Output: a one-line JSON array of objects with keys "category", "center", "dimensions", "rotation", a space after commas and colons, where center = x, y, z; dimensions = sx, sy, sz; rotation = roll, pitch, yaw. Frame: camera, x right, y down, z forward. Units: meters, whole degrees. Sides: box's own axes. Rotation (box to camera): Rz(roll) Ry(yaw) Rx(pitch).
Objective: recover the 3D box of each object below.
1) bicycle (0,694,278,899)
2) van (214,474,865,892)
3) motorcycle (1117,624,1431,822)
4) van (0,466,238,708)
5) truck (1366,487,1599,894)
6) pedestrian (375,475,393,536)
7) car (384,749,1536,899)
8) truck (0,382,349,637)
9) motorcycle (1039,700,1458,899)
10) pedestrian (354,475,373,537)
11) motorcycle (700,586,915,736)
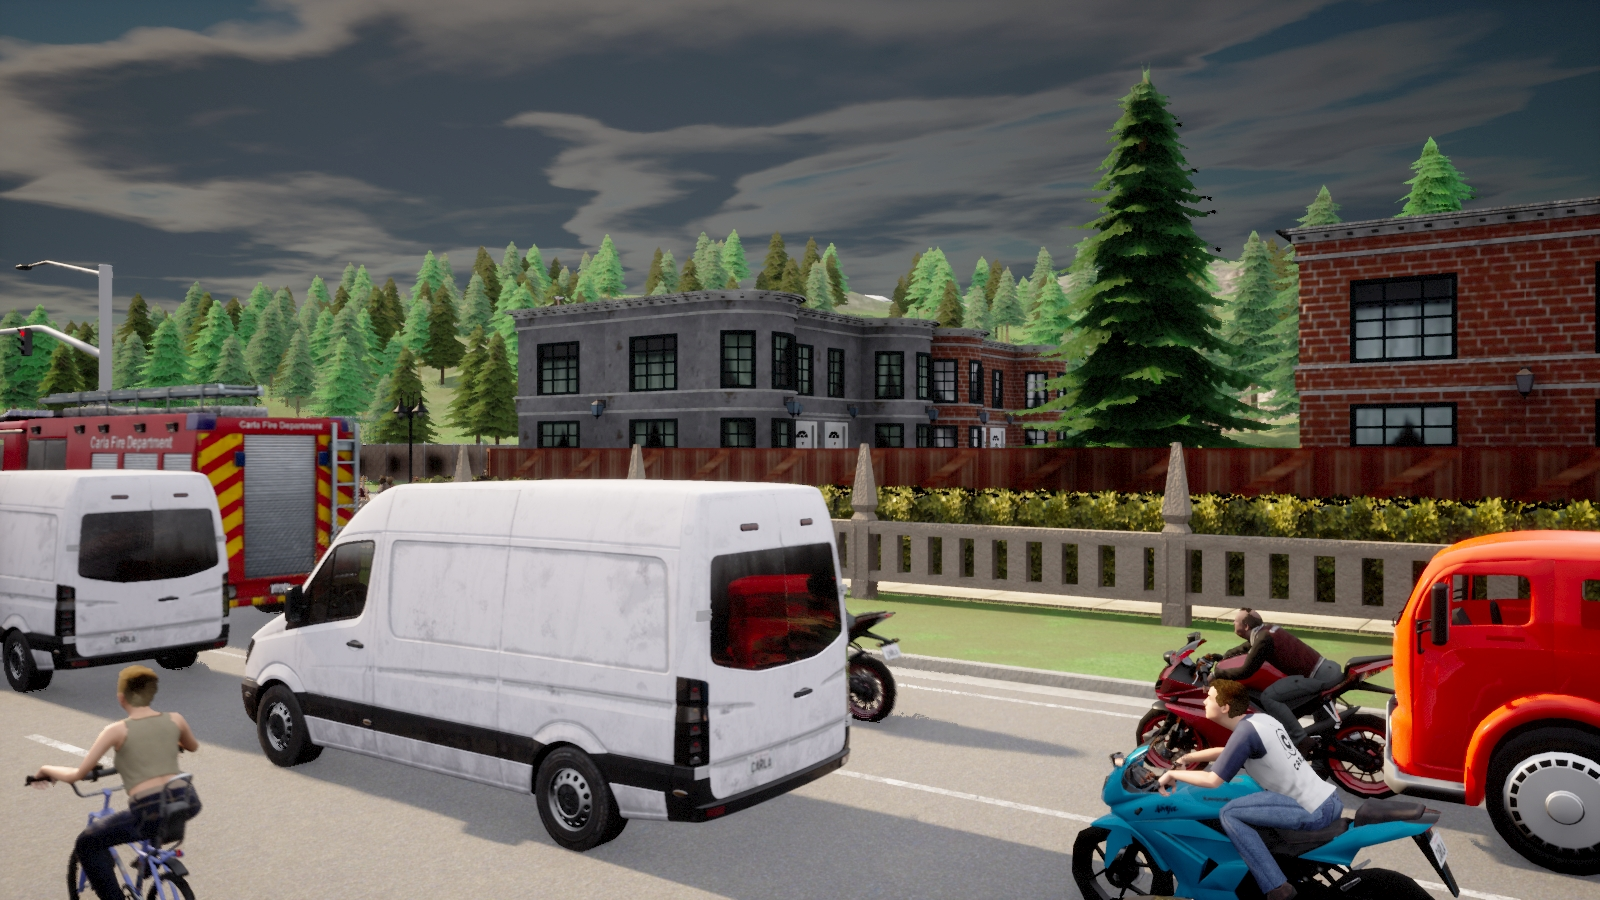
[{"category": "bicycle", "center": [-3.739, 2.158, 6.384], "dimensions": [1.487, 1.277, 0.859], "rotation": [-1, -1, 35]}, {"category": "van", "center": [-2.487, 1.534, 9.793], "dimensions": [5.915, 2.561, 1.988], "rotation": [0, 0, 35]}, {"category": "motorcycle", "center": [3.951, 2.213, 9.611], "dimensions": [2.209, 1.251, 0.867], "rotation": [-4, 4, 36]}, {"category": "van", "center": [-9.944, 1.535, 15.018], "dimensions": [5.915, 2.561, 1.988], "rotation": [0, 0, 35]}, {"category": "truck", "center": [6.832, 1.569, 7.556], "dimensions": [5.204, 2.467, 2.627], "rotation": [0, 0, 35]}, {"category": "pedestrian", "center": [-12.786, 1.695, 35.108], "dimensions": [0.375, 1.860, 0.375], "rotation": [0, 0, 45]}, {"category": "car", "center": [0.935, 2.066, 3.132], "dimensions": [4.193, 1.474, 1.816], "rotation": [0, 0, 35]}, {"category": "truck", "center": [-11.977, 0.890, 20.712], "dimensions": [8.468, 3.827, 2.891], "rotation": [0, 0, 35]}, {"category": "motorcycle", "center": [2.445, 2.186, 6.345], "dimensions": [2.033, 1.199, 0.803], "rotation": [0, 0, 35]}, {"category": "pedestrian", "center": [-13.319, 1.696, 34.872], "dimensions": [0.375, 1.860, 0.375], "rotation": [0, 0, 30]}, {"category": "motorcycle", "center": [0.050, 2.205, 12.295], "dimensions": [2.209, 1.251, 0.867], "rotation": [0, 0, 35]}]
